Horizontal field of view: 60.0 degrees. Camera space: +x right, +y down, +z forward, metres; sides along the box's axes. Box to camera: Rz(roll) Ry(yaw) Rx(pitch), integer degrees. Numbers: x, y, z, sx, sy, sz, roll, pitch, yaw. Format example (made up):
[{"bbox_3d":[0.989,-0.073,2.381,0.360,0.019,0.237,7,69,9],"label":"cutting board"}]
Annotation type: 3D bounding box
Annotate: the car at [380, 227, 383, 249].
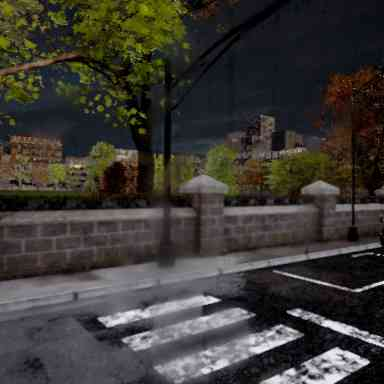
[{"bbox_3d":[9.640,1.492,13.423,5.009,1.841,2.192,1,-1,-35],"label":"car"}]
